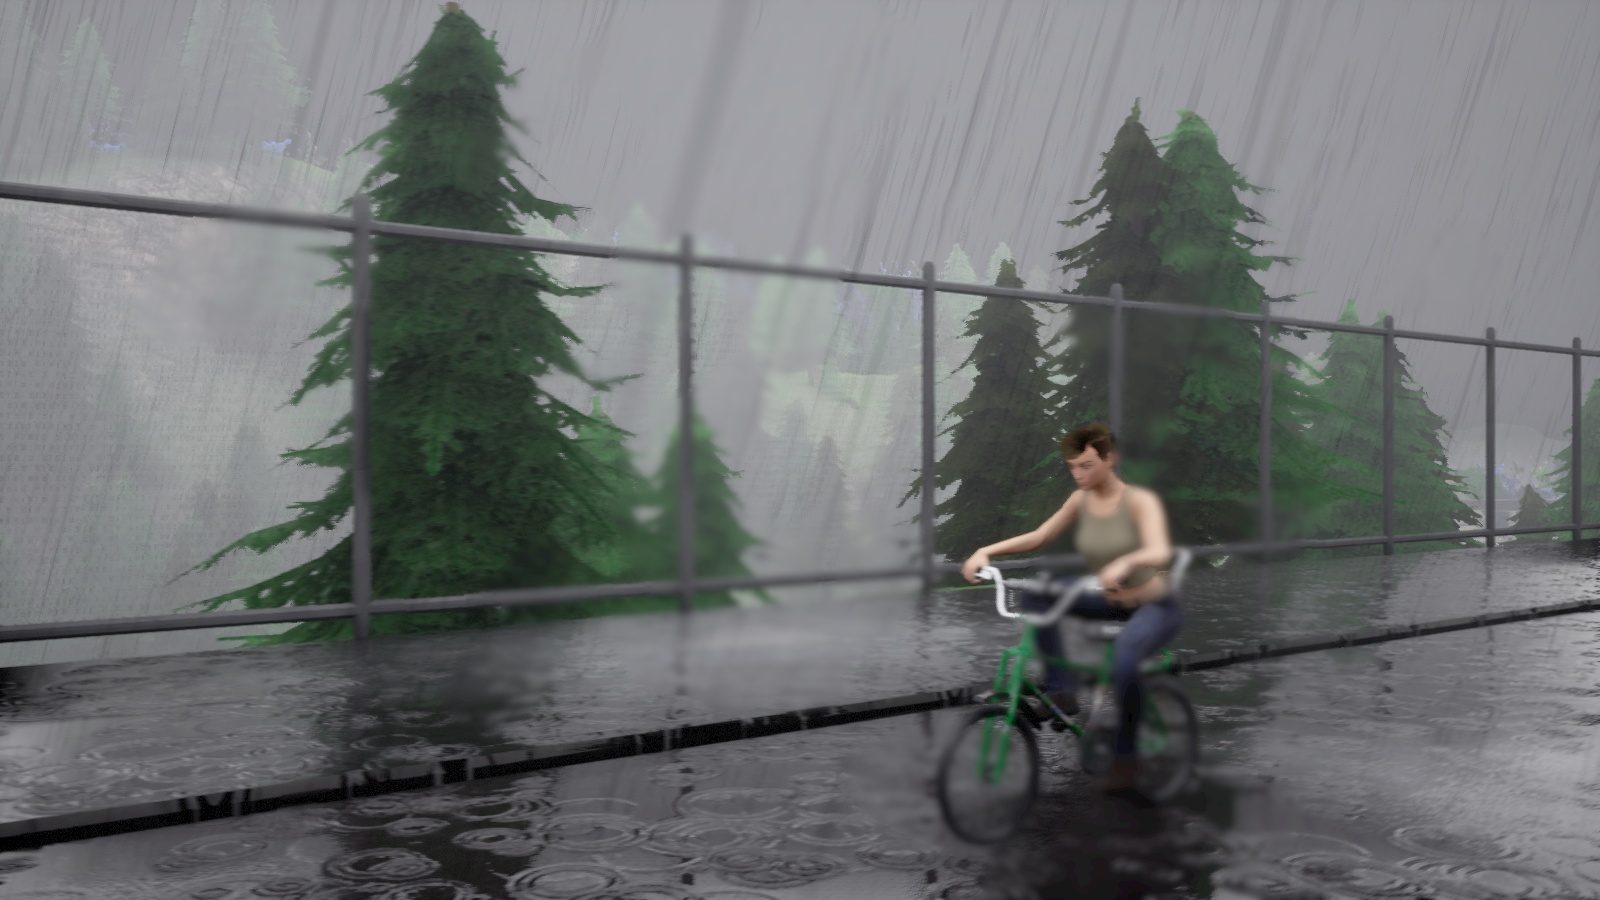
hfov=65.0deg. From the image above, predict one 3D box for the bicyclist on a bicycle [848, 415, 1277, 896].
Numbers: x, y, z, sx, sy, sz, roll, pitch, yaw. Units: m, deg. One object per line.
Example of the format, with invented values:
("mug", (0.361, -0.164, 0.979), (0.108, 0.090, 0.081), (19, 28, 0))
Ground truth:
("bicyclist on a bicycle", (1.056, 0.691, 4.997), (1.509, 1.612, 0.866), (0, 0, -35))
